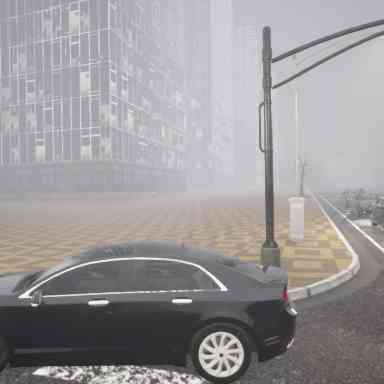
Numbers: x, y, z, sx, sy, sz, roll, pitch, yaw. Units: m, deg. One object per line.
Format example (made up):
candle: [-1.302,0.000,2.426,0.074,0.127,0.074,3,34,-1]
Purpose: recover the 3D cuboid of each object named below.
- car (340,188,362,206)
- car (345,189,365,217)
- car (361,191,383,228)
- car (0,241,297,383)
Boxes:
car: [13.112,0.454,26.740,2.128,1.511,4.902,-1,2,18]
car: [11.110,0.759,20.678,1.994,1.385,4.181,-1,2,17]
car: [9.054,0.928,14.386,2.128,1.511,4.902,-1,2,18]
car: [-1.047,1.505,4.762,4.892,1.490,1.837,0,0,0]
